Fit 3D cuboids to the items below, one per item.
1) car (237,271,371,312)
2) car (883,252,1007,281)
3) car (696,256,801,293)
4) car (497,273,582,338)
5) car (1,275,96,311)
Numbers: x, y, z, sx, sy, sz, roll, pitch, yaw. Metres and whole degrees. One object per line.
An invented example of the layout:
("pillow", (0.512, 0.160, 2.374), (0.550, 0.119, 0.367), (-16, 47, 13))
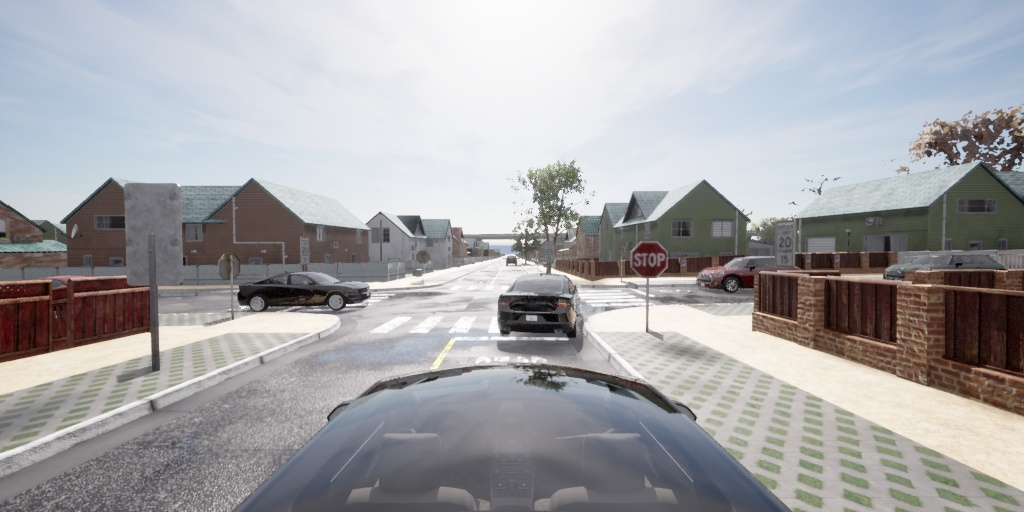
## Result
("car", (-8.485, 1.376, 14.866), (5.008, 1.535, 1.882), (-1, 2, 0))
("car", (21.681, 0.645, 18.059), (4.553, 1.767, 2.097), (-1, 2, 0))
("car", (11.786, 0.820, 17.975), (4.553, 1.767, 2.097), (-1, 2, 0))
("car", (0.947, 1.224, 10.351), (1.882, 1.535, 5.008), (0, 0, 12))
("car", (-18.038, 1.546, 14.791), (5.008, 1.535, 1.882), (-1, 2, 0))
